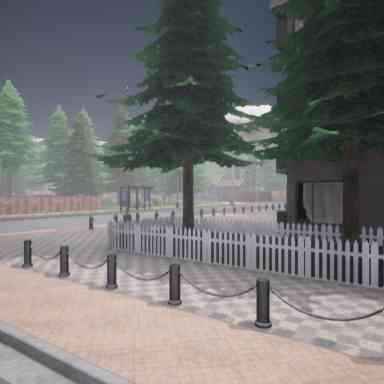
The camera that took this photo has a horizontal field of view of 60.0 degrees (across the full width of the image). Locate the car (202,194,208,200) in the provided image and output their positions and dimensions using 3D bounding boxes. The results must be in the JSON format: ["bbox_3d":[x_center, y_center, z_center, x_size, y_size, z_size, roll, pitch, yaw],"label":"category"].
[{"bbox_3d":[4.266,1.116,83.708,1.905,1.878,3.866,0,0,36],"label":"car"}]

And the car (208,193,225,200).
[{"bbox_3d":[6.531,1.114,82.549,1.932,1.855,4.605,0,0,36],"label":"car"}]
